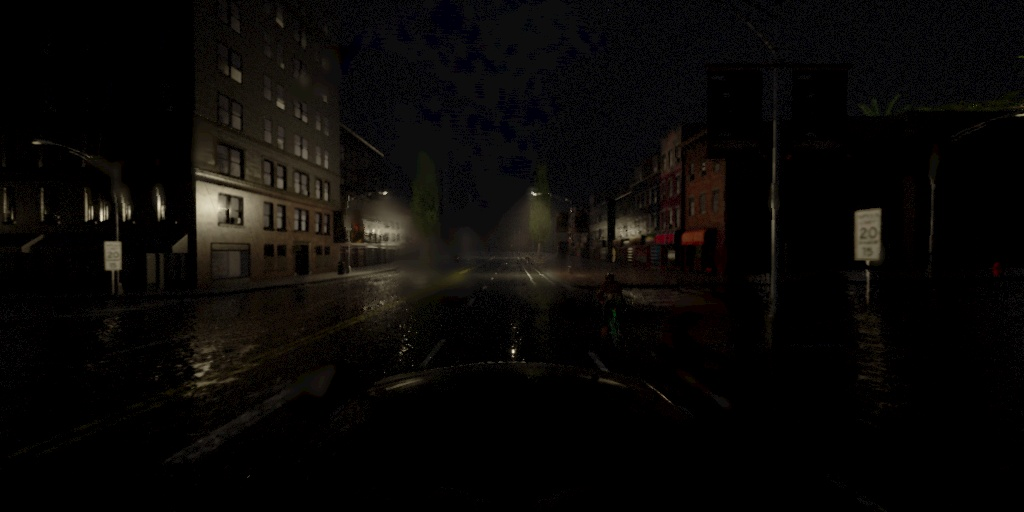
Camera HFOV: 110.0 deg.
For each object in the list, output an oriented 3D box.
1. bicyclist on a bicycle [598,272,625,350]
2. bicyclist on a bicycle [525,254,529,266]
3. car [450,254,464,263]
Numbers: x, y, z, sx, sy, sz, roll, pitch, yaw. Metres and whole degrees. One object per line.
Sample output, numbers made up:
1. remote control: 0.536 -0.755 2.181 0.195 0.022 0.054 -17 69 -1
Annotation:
1. bicyclist on a bicycle: 2.249 1.200 8.103 0.582 1.620 1.656 0 0 0
2. bicyclist on a bicycle: 2.240 0.595 52.413 0.659 1.776 1.843 0 1 0
3. car: -9.761 0.490 63.733 1.837 1.490 4.892 0 1 0
